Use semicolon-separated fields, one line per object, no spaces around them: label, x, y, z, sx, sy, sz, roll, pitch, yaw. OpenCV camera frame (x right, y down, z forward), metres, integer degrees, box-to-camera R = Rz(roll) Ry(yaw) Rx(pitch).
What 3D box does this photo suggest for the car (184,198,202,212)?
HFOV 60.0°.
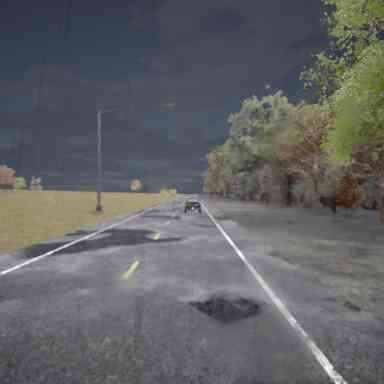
car;0.094;1.505;39.022;1.837;1.490;4.892;0;0;0
